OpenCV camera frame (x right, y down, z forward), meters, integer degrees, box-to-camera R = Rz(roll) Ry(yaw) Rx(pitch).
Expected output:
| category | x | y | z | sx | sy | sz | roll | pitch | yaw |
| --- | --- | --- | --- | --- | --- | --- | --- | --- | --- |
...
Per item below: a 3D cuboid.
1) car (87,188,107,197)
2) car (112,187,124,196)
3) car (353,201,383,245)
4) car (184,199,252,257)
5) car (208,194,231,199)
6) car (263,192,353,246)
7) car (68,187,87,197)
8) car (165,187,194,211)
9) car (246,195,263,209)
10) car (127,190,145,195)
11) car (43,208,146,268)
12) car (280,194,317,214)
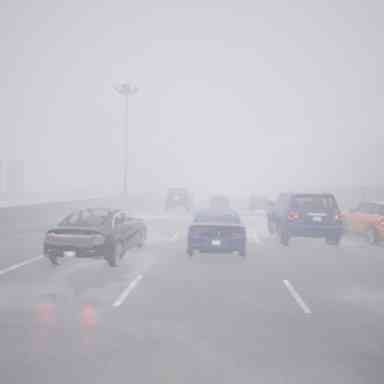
| category | x | y | z | sx | sy | sz | roll | pitch | yaw |
| --- | --- | --- | --- | --- | --- | --- | --- | --- | --- |
| car | -16.675 | 0.080 | 59.797 | 1.812 | 1.442 | 4.674 | 1 | 1 | 4 |
| car | -13.096 | -0.062 | 60.879 | 2.097 | 1.767 | 4.553 | 1 | 1 | 4 |
| car | 8.160 | 1.179 | 14.543 | 2.097 | 1.767 | 4.553 | 1 | 1 | 5 |
| car | 0.910 | 1.247 | 12.045 | 1.882 | 1.535 | 5.008 | 1 | 1 | 5 |
| car | 2.527 | 0.922 | 30.842 | 1.837 | 1.490 | 4.892 | 1 | 1 | 5 |
| car | 4.631 | 0.999 | 14.349 | 2.150 | 2.045 | 5.566 | 1 | 1 | 5 |
| car | -20.208 | -0.135 | 59.238 | 2.097 | 1.767 | 4.553 | 1 | 1 | 4 |
| car | -1.057 | 0.604 | 29.876 | 2.150 | 2.045 | 5.566 | 1 | 1 | 5 |
| car | 5.991 | 0.973 | 30.252 | 2.128 | 1.511 | 4.902 | 1 | 1 | 5 |
| car | -9.748 | 0.283 | 58.562 | 1.895 | 1.301 | 4.718 | 1 | 1 | 4 |
| car | -2.745 | 1.240 | 10.447 | 2.128 | 1.511 | 4.902 | 1 | 1 | 5 |
| car | 9.477 | 1.031 | 29.949 | 2.128 | 1.511 | 4.902 | 1 | 1 | 5 |
